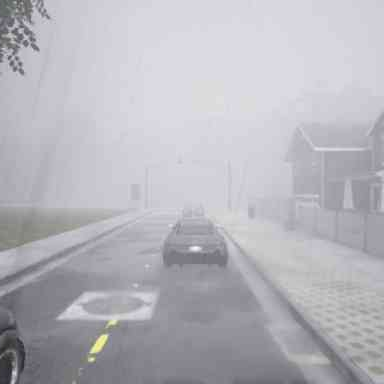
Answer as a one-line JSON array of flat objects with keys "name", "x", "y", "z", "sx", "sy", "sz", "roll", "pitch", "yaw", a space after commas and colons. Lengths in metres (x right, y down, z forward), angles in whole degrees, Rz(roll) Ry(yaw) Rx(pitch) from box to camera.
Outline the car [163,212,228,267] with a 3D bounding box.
[{"name": "car", "x": 0.099, "y": 1.598, "z": 11.519, "sx": 1.994, "sy": 1.385, "sz": 4.181, "roll": 0, "pitch": 0, "yaw": 0}]

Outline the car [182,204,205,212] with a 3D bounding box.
[{"name": "car", "x": 0.104, "y": 1.692, "z": 29.197, "sx": 1.895, "sy": 1.301, "sz": 4.718, "roll": 0, "pitch": 0, "yaw": 0}]

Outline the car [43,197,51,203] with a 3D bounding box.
[{"name": "car", "x": -33.196, "y": 1.760, "z": 72.525, "sx": 5.357, "sy": 1.411, "sz": 2.033, "roll": 0, "pitch": 0, "yaw": 23}]

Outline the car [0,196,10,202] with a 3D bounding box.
[{"name": "car", "x": -44.646, "y": 1.681, "z": 77.466, "sx": 4.181, "sy": 1.385, "sz": 1.994, "roll": 0, "pitch": 0, "yaw": 23}]

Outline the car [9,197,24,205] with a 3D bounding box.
[{"name": "car", "x": -36.773, "y": 1.768, "z": 66.989, "sx": 4.674, "sy": 1.442, "sz": 1.812, "roll": 0, "pitch": 0, "yaw": 23}]

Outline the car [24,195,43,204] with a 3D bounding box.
[{"name": "car", "x": -34.101, "y": 1.537, "z": 69.377, "sx": 4.553, "sy": 1.767, "sz": 2.097, "roll": 0, "pitch": 0, "yaw": 23}]

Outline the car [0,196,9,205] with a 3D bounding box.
[{"name": "car", "x": -38.061, "y": 1.775, "z": 64.005, "sx": 4.181, "sy": 1.385, "sz": 1.994, "roll": 0, "pitch": 0, "yaw": 23}]

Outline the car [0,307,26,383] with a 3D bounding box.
[{"name": "car", "x": -2.851, "y": 1.570, "z": 2.015, "sx": 1.994, "sy": 1.385, "sz": 4.181, "roll": 0, "pitch": 0, "yaw": 0}]
